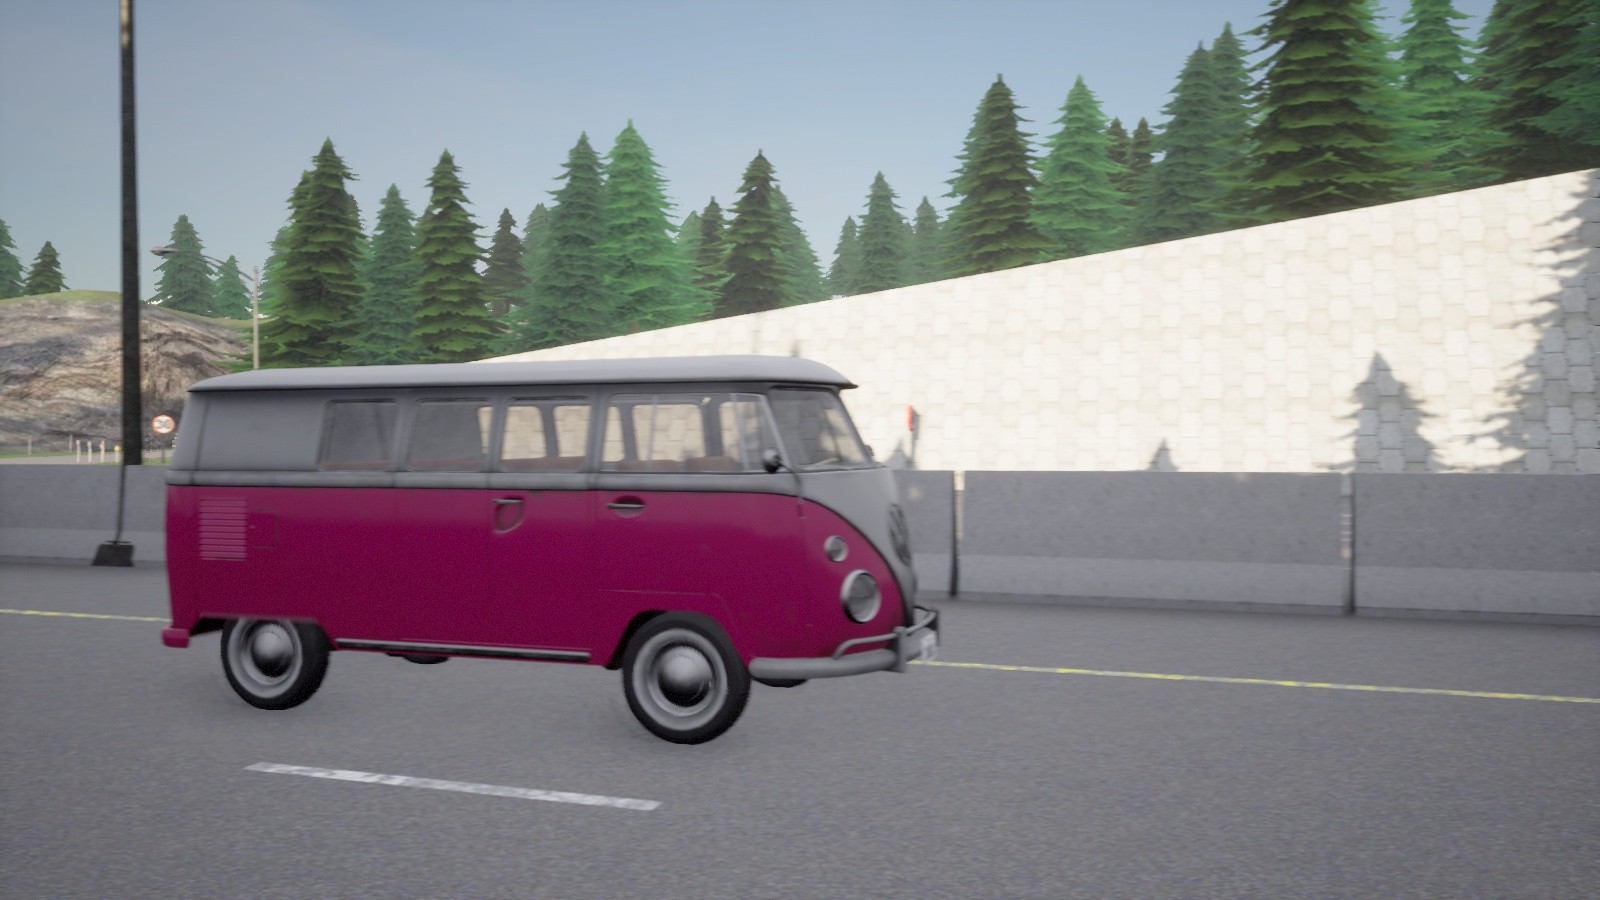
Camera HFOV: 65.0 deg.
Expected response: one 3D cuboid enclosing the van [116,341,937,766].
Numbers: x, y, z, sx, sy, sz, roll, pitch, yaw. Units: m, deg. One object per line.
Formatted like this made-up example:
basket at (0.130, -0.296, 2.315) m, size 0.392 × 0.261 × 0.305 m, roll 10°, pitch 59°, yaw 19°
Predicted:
van at (-1.572, 0.458, 7.411) m, size 4.442 × 1.987 × 1.775 m, roll 0°, pitch 1°, yaw 19°
